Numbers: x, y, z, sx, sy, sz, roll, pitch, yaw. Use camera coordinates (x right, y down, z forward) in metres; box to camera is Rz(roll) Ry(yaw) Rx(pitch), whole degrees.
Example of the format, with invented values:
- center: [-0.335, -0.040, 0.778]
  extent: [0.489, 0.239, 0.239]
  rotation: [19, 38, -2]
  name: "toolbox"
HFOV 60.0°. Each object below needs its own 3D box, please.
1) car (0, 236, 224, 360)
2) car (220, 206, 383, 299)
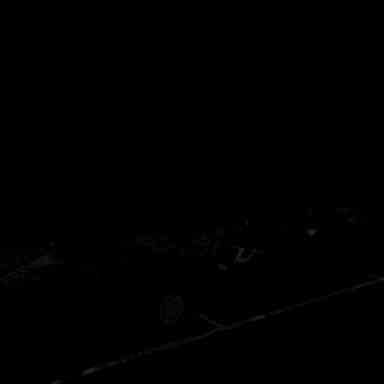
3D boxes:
- center: [-1.865, 1.546, 5.425]
  extent: [4.507, 1.381, 1.887]
  rotation: [0, 1, -35]
  name: "car"
- center: [2.716, 1.319, 8.688]
  extent: [5.009, 1.841, 2.192]
  rotation: [0, 1, -35]
  name: "car"
